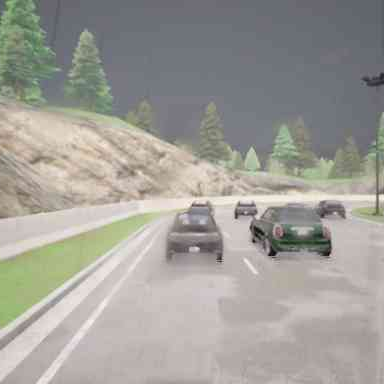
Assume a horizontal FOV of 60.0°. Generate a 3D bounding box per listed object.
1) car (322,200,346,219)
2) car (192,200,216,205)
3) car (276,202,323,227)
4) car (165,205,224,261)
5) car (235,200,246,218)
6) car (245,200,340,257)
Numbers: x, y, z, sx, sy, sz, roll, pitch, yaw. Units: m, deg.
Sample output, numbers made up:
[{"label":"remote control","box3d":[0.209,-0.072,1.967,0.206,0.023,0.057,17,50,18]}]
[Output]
[{"label":"car","box3d":[11.820,1.420,28.569,1.837,1.490,4.892,-1,0,12]},{"label":"car","box3d":[0.916,1.408,28.349,2.128,1.511,4.902,0,0,9]},{"label":"car","box3d":[7.429,1.478,23.524,2.033,1.411,5.357,0,0,6]},{"label":"car","box3d":[0.079,1.455,12.086,2.128,1.511,4.902,0,0,0]},{"label":"car","box3d":[4.666,1.408,28.336,2.128,1.511,4.902,0,0,10]},{"label":"car","box3d":[3.581,1.315,12.878,2.097,1.767,4.553,0,0,0]}]
